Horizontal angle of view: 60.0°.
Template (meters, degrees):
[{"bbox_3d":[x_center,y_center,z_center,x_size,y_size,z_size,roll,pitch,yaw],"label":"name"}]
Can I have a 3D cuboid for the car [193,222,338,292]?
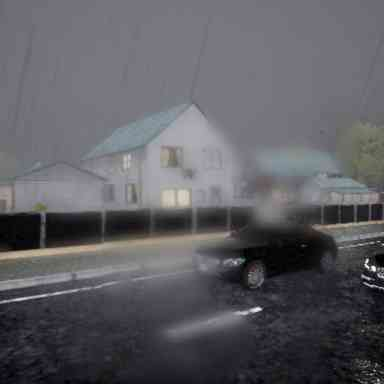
[{"bbox_3d":[2.200,1.578,9.236,4.674,1.442,1.812,1,0,-35],"label":"car"}]

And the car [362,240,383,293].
[{"bbox_3d":[5.983,1.578,7.937,4.892,1.490,1.837,1,-1,-35],"label":"car"}]
